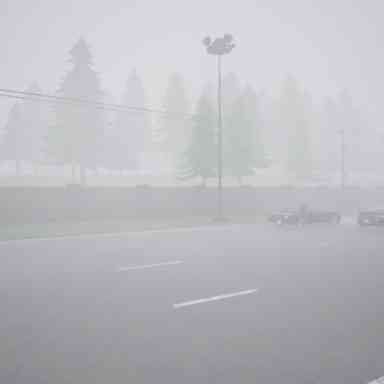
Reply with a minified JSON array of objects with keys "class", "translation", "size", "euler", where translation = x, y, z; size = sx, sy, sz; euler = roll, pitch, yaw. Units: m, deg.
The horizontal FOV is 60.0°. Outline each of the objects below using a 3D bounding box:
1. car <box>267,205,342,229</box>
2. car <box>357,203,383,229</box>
[{"class":"car","translation":[7.023,1.460,20.514],"size":[4.718,1.301,1.895],"euler":[0,0,-29]},{"class":"car","translation":[11.363,1.372,18.952],"size":[4.674,1.442,1.812],"euler":[-1,0,-29]}]
